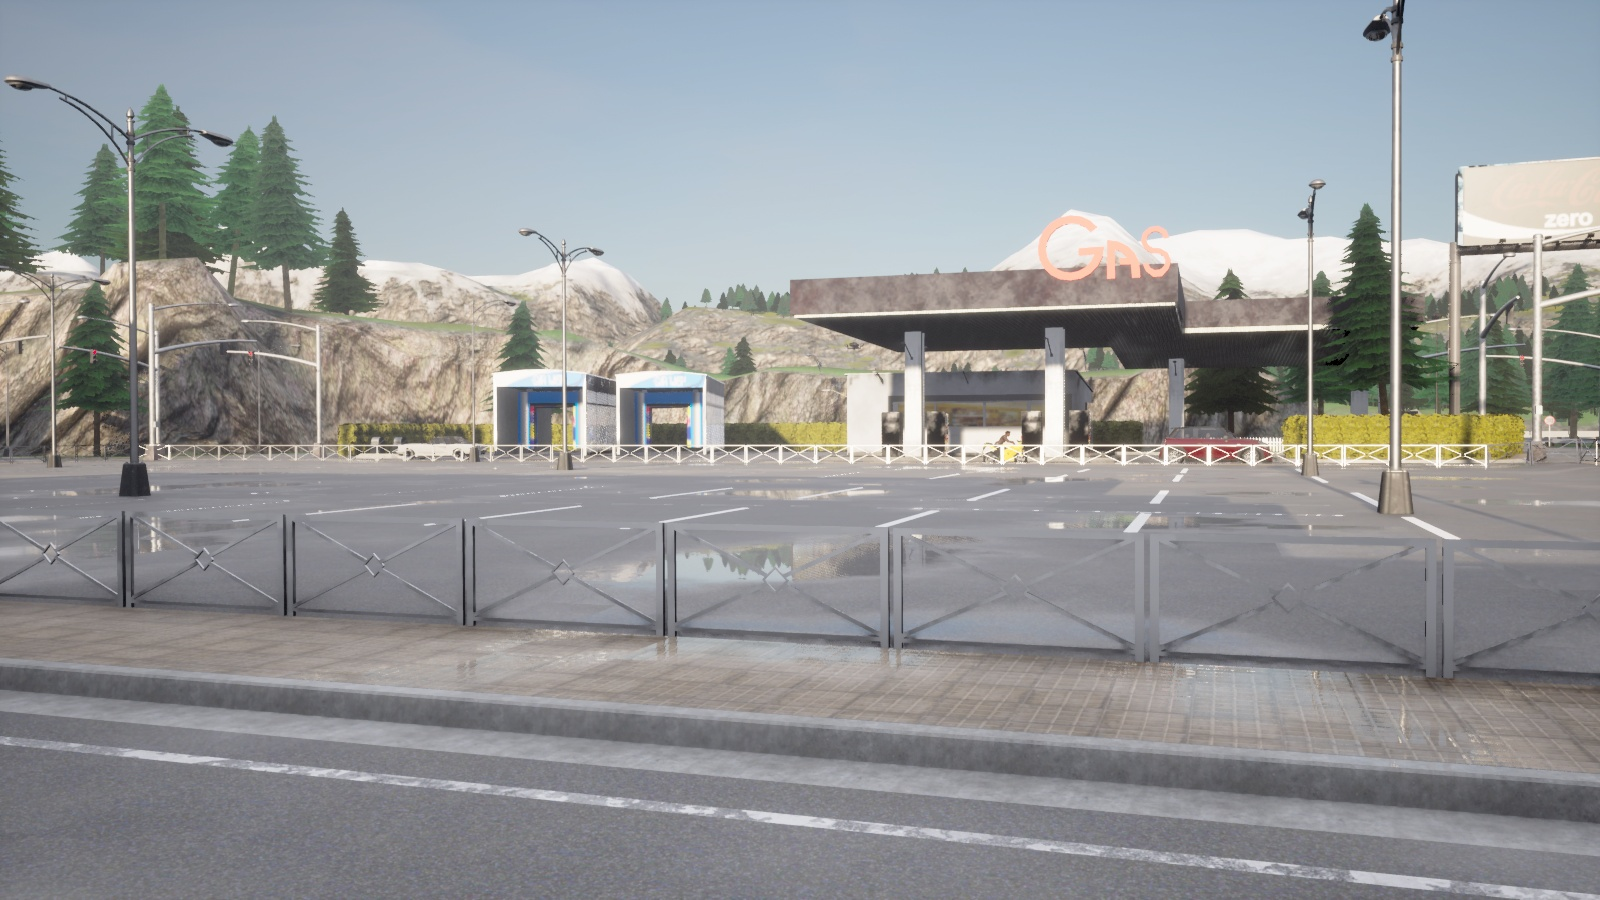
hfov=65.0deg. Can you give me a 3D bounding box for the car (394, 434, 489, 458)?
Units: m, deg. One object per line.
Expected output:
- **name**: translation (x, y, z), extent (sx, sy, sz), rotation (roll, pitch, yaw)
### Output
- **car**: translation (-19.868, -0.249, 69.730), extent (4.718, 1.301, 1.895), rotation (0, 1, 8)

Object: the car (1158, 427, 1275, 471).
- **car**: translation (17.513, -0.081, 52.873), extent (4.553, 1.767, 2.097), rotation (1, 1, 19)

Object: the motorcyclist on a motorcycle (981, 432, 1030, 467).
- **motorcyclist on a motorcycle**: translation (9.109, -0.035, 55.754), extent (2.044, 1.523, 0.797), rotation (1, 1, 19)
